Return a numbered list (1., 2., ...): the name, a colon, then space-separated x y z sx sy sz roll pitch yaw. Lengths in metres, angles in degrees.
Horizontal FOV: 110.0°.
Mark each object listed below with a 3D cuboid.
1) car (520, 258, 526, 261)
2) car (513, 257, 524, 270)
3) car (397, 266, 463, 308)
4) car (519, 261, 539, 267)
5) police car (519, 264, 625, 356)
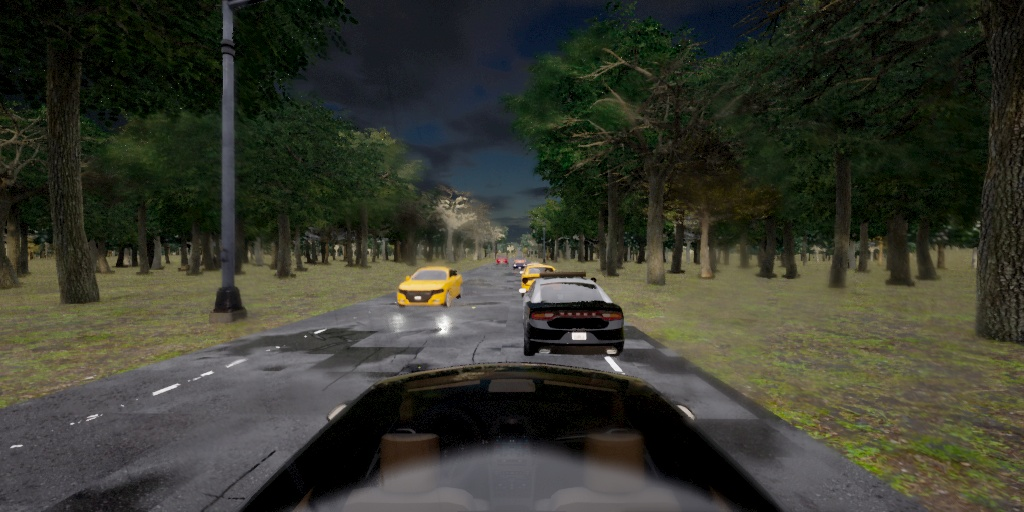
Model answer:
1. car: 1.570 1.172 24.806 1.801 1.575 5.366 0 0 1
2. car: 1.088 1.228 48.591 1.895 1.301 4.718 0 0 2
3. car: -3.296 1.214 15.269 1.882 1.535 5.008 0 0 1
4. car: 1.431 1.208 18.618 1.882 1.535 5.008 0 0 1
5. police car: 1.208 1.170 8.728 1.930 1.638 5.238 0 0 1
